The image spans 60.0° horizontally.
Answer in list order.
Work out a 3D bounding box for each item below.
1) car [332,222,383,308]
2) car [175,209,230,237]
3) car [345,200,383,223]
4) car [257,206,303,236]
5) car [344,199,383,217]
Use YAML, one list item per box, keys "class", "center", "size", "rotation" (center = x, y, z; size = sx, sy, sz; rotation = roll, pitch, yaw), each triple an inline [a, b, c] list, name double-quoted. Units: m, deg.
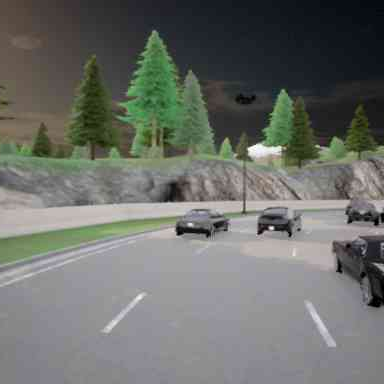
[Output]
- class: "car"
  center: [4.669, 1.663, 7.815]
  size: [1.895, 1.301, 4.718]
  rotation: [1, 0, 12]
- class: "car"
  center: [0.695, 1.607, 18.450]
  size: [1.994, 1.385, 4.181]
  rotation: [0, 0, 23]
- class: "car"
  center: [13.642, 1.537, 25.699]
  size: [2.097, 1.767, 4.553]
  rotation: [1, 0, 39]
- class: "car"
  center: [5.083, 1.593, 19.057]
  size: [1.837, 1.490, 4.892]
  rotation: [0, 0, 26]
- class: "car"
  center: [17.930, 1.597, 34.652]
  size: [4.553, 1.767, 2.097]
  rotation: [1, 0, -40]
